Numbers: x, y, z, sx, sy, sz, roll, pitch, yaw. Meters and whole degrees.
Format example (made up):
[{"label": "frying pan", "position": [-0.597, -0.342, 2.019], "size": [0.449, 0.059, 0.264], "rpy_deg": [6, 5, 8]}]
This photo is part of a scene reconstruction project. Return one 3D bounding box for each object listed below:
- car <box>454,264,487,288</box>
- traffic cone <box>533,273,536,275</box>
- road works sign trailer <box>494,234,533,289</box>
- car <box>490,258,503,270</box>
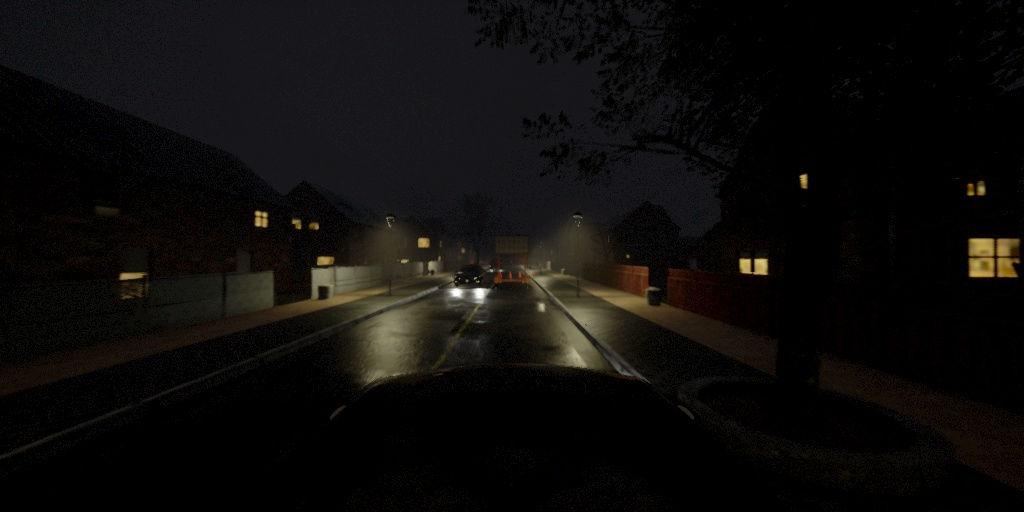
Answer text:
[{"label": "car", "position": [-2.850, 1.344, 25.142], "size": [1.837, 1.490, 4.892], "rpy_deg": [0, 0, 0]}, {"label": "traffic cone", "position": [1.986, 1.545, 37.133], "size": [0.340, 0.580, 0.340], "rpy_deg": [0, 0, -7]}, {"label": "road works sign trailer", "position": [-0.003, 0.298, 24.128], "size": [2.380, 3.560, 2.880], "rpy_deg": [0, 0, 0]}, {"label": "car", "position": [-2.778, 1.391, 65.074], "size": [2.150, 2.045, 5.566], "rpy_deg": [0, -1, 1]}]
